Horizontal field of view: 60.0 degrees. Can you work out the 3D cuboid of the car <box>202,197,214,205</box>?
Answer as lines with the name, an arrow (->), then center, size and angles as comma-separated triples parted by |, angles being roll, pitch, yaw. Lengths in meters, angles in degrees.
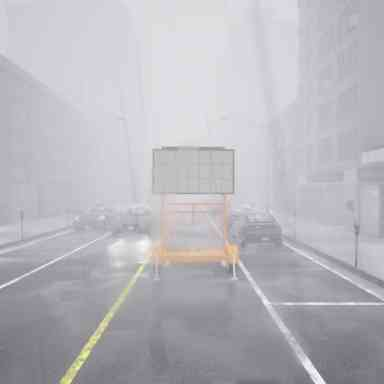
car -> 2.844, 1.567, 58.819 | 1.887, 1.381, 4.507 | -1, 0, 0

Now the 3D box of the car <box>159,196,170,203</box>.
car -> -5.663, 1.577, 69.844 | 1.887, 1.381, 4.507 | -1, 0, 0

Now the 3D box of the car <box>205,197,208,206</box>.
car -> 2.809, 1.552, 36.799 | 1.887, 1.381, 4.507 | -1, 0, 0

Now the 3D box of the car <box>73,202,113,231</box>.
car -> -5.743, 1.440, 20.297 | 1.967, 1.590, 4.097 | -1, 0, 0

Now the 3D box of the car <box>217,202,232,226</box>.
car -> 2.783, 1.545, 20.283 | 1.887, 1.381, 4.507 | -1, 0, 0

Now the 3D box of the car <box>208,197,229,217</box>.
car -> 2.799, 1.445, 31.294 | 1.967, 1.590, 4.097 | -1, 0, 0

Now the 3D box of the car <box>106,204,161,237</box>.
car -> -2.973, 1.563, 18.004 | 1.994, 1.385, 4.181 | 0, 0, 0

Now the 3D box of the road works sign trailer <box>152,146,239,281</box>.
road works sign trailer -> 0.039, 0.463, 9.885 | 2.380, 3.560, 2.880 | 0, 0, -2

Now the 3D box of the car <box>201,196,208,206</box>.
car -> 2.836, 1.584, 53.314 | 1.947, 1.339, 4.313 | -1, 0, 0

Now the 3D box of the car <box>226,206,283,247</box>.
car -> 2.775, 1.550, 14.778 | 2.008, 1.369, 4.403 | -1, 0, 0

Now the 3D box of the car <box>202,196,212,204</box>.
car -> 2.853, 1.572, 64.324 | 1.887, 1.381, 4.507 | -1, 0, 0

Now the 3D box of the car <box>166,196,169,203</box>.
car -> -5.681, 1.588, 58.833 | 1.947, 1.339, 4.313 | -1, 0, 0

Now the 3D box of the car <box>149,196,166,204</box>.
car -> -5.691, 1.458, 53.327 | 1.967, 1.590, 4.097 | -1, 0, 0

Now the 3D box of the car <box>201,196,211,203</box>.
car -> 2.861, 1.577, 69.830 | 1.887, 1.381, 4.507 | -1, 0, 0
